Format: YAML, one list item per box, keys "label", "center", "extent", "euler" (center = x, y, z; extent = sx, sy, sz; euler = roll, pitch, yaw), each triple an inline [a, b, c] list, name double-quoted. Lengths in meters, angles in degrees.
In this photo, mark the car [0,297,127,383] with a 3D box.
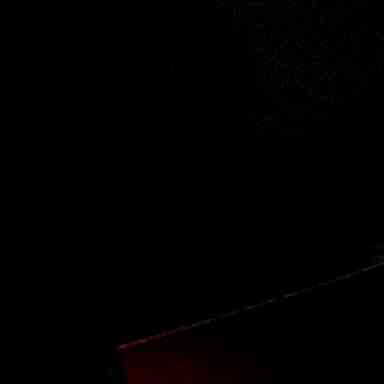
- label: "car"
  center: [-2.848, 1.481, 1.788]
  extent: [5.008, 1.535, 1.882]
  euler: [0, 0, -36]
